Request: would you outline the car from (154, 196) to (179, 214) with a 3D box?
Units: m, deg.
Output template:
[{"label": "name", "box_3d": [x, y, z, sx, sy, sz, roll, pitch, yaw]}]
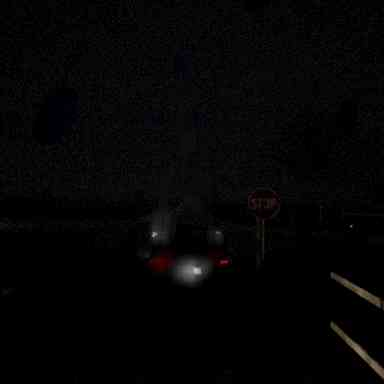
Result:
[{"label": "car", "box_3d": [-2.835, 1.460, 34.906, 2.128, 1.511, 4.902, 0, 0, 0]}]

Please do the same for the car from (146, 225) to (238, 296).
[{"label": "car", "box_3d": [-0.107, 1.554, 8.662, 1.994, 1.385, 4.181, 0, 0, -4]}]

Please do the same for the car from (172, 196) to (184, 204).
[{"label": "car", "box_3d": [-2.742, 1.509, 65.694, 2.033, 1.411, 5.357, 0, 0, 0]}]

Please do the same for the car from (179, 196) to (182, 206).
[{"label": "car", "box_3d": [-2.825, 1.525, 44.901, 1.994, 1.385, 4.181, 0, 0, 0]}]

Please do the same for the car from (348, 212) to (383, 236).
[{"label": "car", "box_3d": [12.696, 2.012, 21.349, 4.902, 1.511, 2.128, 2, 0, 1]}]
